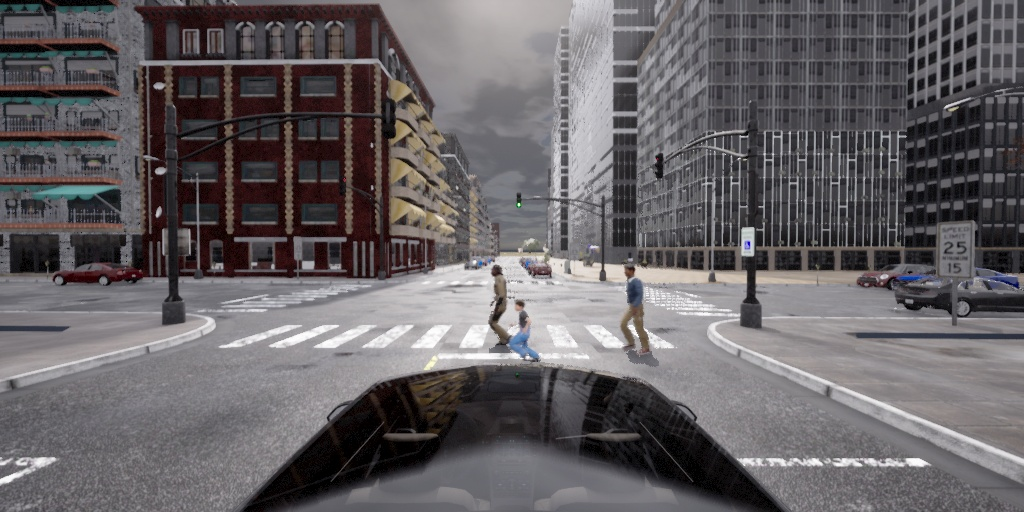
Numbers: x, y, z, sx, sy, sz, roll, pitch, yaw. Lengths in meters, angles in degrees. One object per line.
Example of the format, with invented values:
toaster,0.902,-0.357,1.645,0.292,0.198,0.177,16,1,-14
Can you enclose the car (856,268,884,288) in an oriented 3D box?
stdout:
car,23.416,1.220,21.644,4.097,1.591,1.967,0,0,1

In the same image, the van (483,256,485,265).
van,-5.577,1.009,56.016,1.690,1.789,3.998,0,0,0

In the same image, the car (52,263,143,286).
car,-25.813,1.099,22.398,4.507,1.381,1.888,0,0,1

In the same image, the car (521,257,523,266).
car,2.771,1.213,56.031,1.888,1.381,4.507,0,0,0

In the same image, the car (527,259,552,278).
car,2.724,1.256,33.447,1.888,1.381,4.507,0,0,0

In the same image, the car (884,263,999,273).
car,23.291,1.301,18.914,5.008,1.535,1.882,0,1,1

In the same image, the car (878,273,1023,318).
car,16.739,1.440,13.111,4.403,1.370,2.007,0,0,1

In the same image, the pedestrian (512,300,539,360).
pedestrian,0.235,1.320,6.601,0.375,1.300,0.375,-1,1,0

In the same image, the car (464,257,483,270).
car,-5.588,1.245,50.370,1.948,1.339,4.313,0,0,0

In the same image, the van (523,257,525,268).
van,2.760,1.020,50.385,1.690,1.789,3.998,0,0,0

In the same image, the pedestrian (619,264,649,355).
pedestrian,2.440,1.040,7.193,0.375,1.860,0.375,-1,1,0

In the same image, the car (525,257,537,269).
car,2.736,1.140,39.093,1.967,1.591,4.097,0,0,0

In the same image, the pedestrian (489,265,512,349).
pedestrian,-0.256,1.039,7.798,0.375,1.860,0.375,-1,1,0
